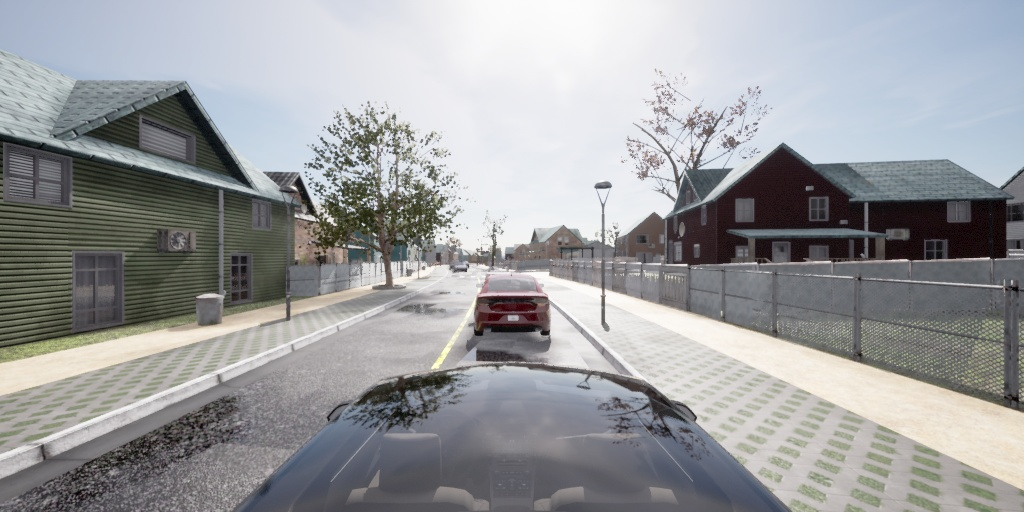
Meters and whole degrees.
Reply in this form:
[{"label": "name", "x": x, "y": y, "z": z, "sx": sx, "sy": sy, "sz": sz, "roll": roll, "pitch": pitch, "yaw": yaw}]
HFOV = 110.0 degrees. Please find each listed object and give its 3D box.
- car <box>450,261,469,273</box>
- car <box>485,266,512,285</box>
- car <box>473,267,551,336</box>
[{"label": "car", "x": -7.386, "y": 1.647, "z": 51.192, "sx": 2.033, "sy": 1.411, "sz": 5.357, "roll": 0, "pitch": -1, "yaw": -11}, {"label": "car", "x": -1.159, "y": 1.486, "z": 28.513, "sx": 1.895, "sy": 1.301, "sz": 4.718, "roll": 0, "pitch": -1, "yaw": -6}, {"label": "car", "x": -0.040, "y": 1.243, "z": 10.483, "sx": 1.882, "sy": 1.535, "sz": 5.008, "roll": 0, "pitch": 0, "yaw": -2}]
